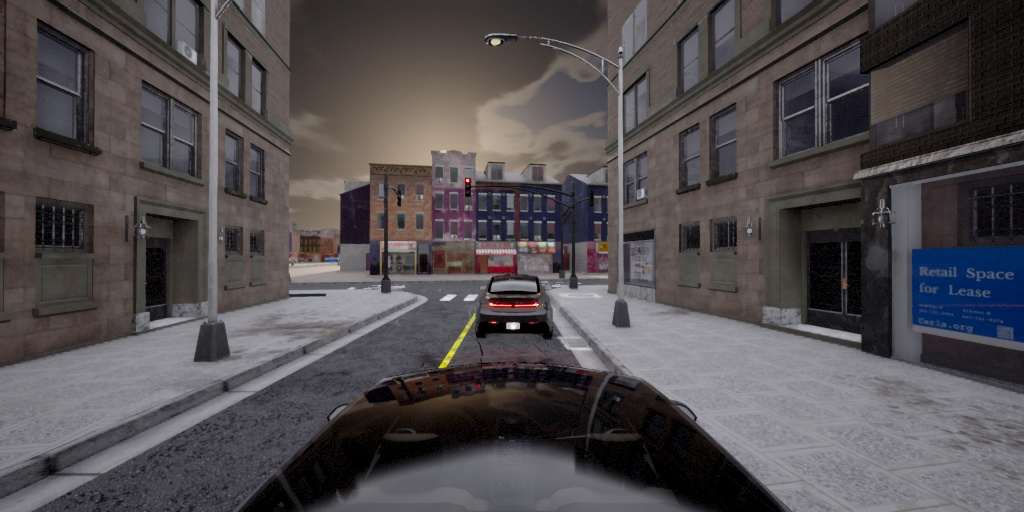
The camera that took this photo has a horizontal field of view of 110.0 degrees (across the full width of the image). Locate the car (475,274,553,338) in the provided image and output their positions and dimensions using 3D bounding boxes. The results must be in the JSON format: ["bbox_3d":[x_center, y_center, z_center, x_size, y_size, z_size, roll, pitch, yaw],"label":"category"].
[{"bbox_3d":[0.096,1.256,10.129,1.837,1.490,4.892,0,0,2],"label":"car"}]
